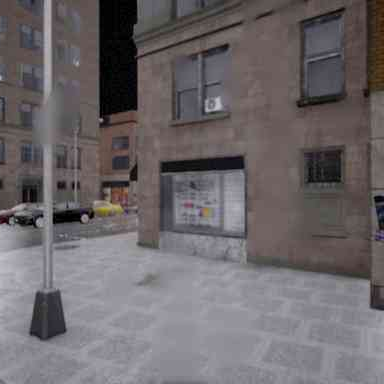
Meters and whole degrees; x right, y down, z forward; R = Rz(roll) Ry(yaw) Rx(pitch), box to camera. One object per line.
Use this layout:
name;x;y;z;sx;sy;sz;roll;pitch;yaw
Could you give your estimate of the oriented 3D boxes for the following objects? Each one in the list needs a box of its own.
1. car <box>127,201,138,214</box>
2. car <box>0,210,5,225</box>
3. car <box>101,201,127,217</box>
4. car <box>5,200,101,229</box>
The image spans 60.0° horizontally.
car;-4.486;1.335;31.206;1.802;1.307;4.206;0;1;36
car;-10.941;1.403;22.316;1.887;1.381;4.507;0;1;36
car;-7.813;1.333;26.623;1.752;1.417;4.829;0;1;36
car;-8.542;1.326;20.953;1.882;1.535;5.008;0;0;35
